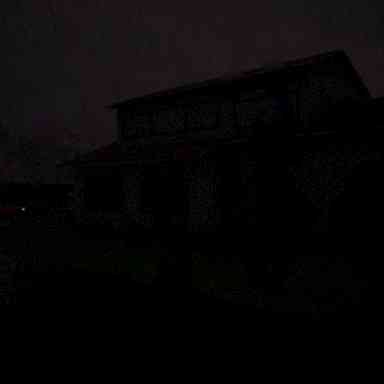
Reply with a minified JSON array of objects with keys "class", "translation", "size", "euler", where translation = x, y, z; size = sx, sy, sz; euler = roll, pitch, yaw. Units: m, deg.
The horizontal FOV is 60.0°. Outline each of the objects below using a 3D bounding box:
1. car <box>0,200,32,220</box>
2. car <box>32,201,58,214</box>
[{"class":"car","translation":[-15.477,1.352,25.894],"size":[2.097,1.767,4.553],"euler":[0,0,35]},{"class":"car","translation":[-15.554,1.564,33.025],"size":[1.994,1.385,4.181],"euler":[0,0,35]}]
